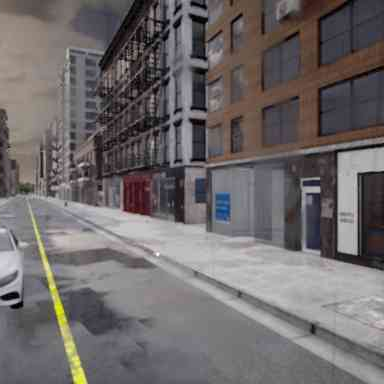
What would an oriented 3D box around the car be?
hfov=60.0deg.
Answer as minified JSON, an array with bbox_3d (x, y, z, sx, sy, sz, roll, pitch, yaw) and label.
[{"bbox_3d":[-4.772,1.518,7.467,1.812,1.442,4.674,0,0,-26],"label":"car"}]
